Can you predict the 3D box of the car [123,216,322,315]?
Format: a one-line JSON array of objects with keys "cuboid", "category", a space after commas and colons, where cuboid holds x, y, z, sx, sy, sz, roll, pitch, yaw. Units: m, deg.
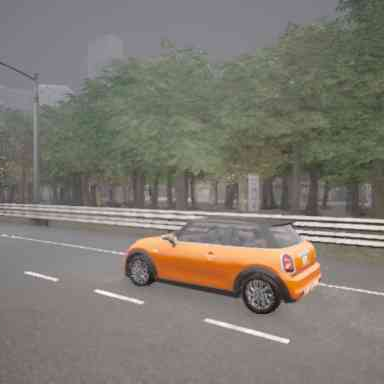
[{"cuboid": [0.503, 1.353, 7.812, 4.553, 1.767, 2.097, 0, 0, 36], "category": "car"}]
